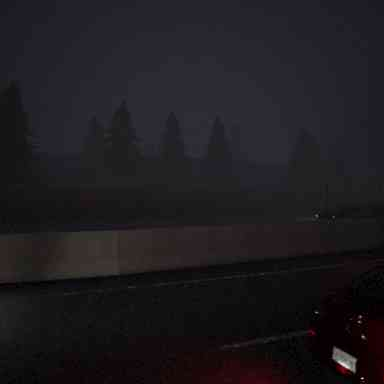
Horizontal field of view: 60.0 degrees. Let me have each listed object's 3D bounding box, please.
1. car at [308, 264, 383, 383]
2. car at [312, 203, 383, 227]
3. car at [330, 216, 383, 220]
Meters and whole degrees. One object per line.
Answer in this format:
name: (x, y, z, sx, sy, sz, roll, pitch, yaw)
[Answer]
car: (3.673, 1.525, 4.245, 4.674, 1.442, 1.812, 0, 0, -22)
car: (11.174, 1.545, 23.756, 5.357, 1.411, 2.033, 0, 0, -31)
car: (10.505, 1.524, 19.398, 4.674, 1.442, 1.812, 0, 0, -30)
